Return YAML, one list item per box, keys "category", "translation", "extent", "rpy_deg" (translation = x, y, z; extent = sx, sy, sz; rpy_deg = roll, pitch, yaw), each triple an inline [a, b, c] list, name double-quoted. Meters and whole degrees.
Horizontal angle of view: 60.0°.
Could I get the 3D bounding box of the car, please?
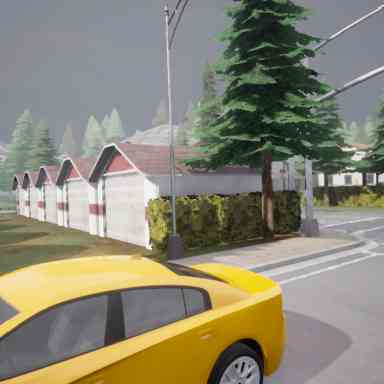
- category: "car"
  translation: [-1.261, 1.451, 3.087]
  extent: [5.008, 1.535, 1.882]
  rpy_deg: [-2, 1, -35]
